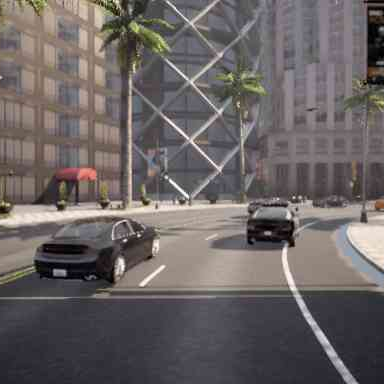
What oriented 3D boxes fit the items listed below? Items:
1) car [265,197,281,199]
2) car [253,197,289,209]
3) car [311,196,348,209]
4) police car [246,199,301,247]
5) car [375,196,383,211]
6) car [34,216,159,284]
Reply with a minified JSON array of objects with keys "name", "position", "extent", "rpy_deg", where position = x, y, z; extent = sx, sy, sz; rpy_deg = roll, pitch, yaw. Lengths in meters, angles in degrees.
[{"name":"car","position":[6.567,1.302,28.572],"extent":[2.128,1.511,4.902],"rpy_deg":[0,0,38]},{"name":"car","position":[9.802,1.293,40.989],"extent":[4.181,1.385,1.994],"rpy_deg":[0,0,-33]},{"name":"car","position":[17.036,1.234,41.130],"extent":[4.892,1.490,1.837],"rpy_deg":[0,0,-23]},{"name":"police car","position":[3.740,1.327,14.869],"extent":[1.930,1.638,5.238],"rpy_deg":[0,0,20]},{"name":"car","position":[21.749,1.120,35.342],"extent":[4.553,1.767,2.097],"rpy_deg":[0,0,-23]},{"name":"car","position":[-2.361,1.443,9.490],"extent":[1.837,1.490,4.892],"rpy_deg":[0,1,11]}]
